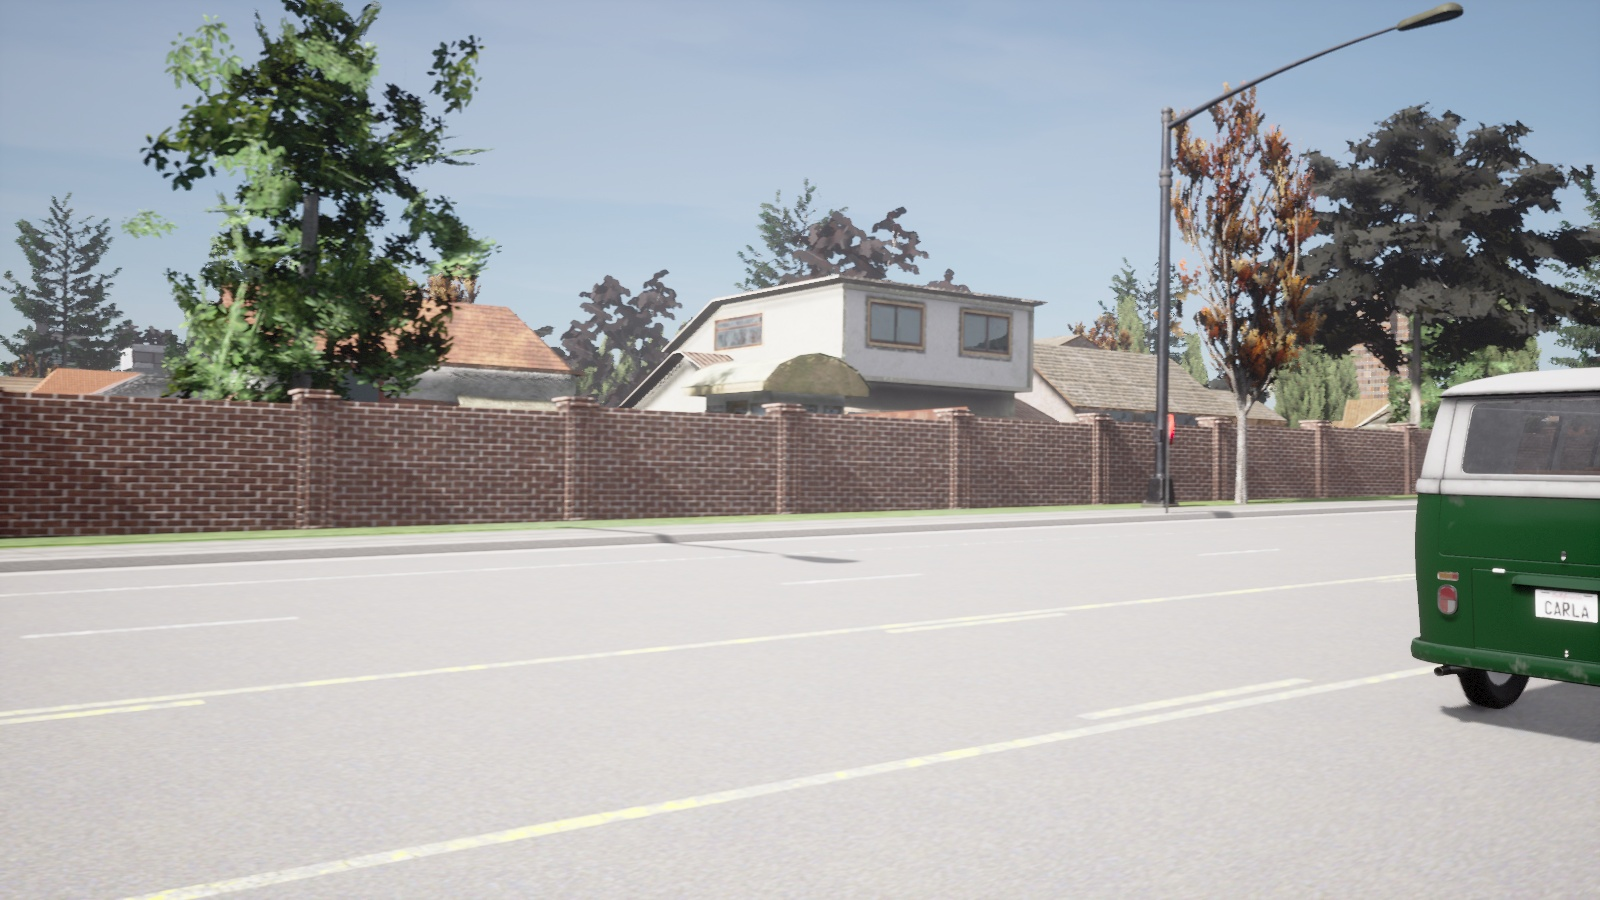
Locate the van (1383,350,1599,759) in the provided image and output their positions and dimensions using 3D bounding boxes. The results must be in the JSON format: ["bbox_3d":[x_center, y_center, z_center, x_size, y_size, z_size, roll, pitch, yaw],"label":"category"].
[{"bbox_3d":[5.582,0.506,7.543,4.442,1.987,1.775,0,0,-35],"label":"van"}]
